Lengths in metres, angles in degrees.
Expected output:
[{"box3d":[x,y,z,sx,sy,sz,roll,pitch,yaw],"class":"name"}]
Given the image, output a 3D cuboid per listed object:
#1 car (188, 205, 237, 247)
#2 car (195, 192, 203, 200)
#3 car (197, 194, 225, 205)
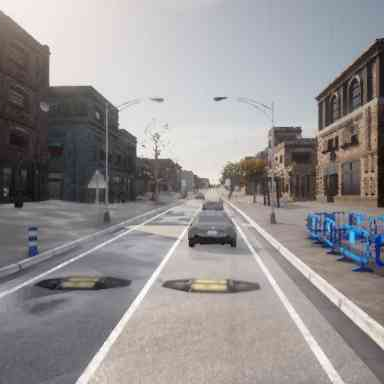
[{"box3d":[0.896,1.484,14.543,1.994,1.385,4.181,0,1,4],"class":"car"},{"box3d":[1.845,0.850,75.912,2.097,1.767,4.553,0,0,4],"class":"car"},{"box3d":[1.860,1.179,29.511,2.128,1.511,4.902,0,1,4],"class":"car"}]
